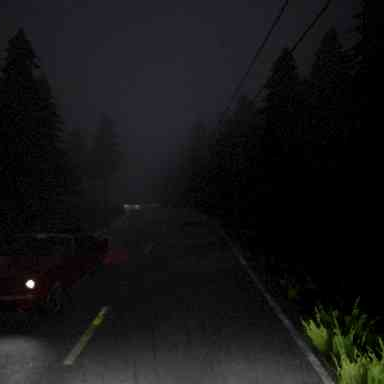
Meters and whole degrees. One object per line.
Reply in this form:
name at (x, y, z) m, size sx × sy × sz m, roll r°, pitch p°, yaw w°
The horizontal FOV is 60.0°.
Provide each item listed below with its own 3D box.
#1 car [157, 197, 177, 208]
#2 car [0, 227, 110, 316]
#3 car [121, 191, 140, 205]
car at (-3.189, 1.250, 41.484) m, size 1.895 × 1.301 × 4.718 m, roll 0°, pitch 1°, yaw -14°
car at (-3.322, 1.538, 7.469) m, size 1.895 × 1.301 × 4.718 m, roll 0°, pitch 0°, yaw 0°
car at (-9.355, 0.803, 50.182) m, size 2.150 × 2.045 × 5.566 m, roll 0°, pitch 0°, yaw -19°
